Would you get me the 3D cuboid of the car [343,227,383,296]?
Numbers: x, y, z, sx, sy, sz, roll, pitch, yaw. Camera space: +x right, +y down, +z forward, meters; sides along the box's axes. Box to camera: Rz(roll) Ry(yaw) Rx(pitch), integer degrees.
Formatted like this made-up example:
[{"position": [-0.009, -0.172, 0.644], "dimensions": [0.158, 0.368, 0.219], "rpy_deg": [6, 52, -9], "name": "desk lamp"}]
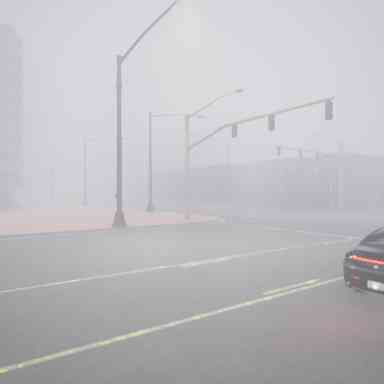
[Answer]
[{"position": [5.399, 1.493, 7.590], "dimensions": [4.892, 1.490, 1.837], "rpy_deg": [0, 0, -35], "name": "car"}]
